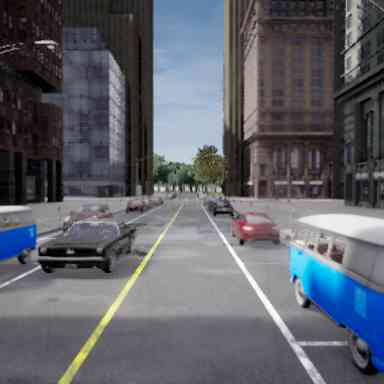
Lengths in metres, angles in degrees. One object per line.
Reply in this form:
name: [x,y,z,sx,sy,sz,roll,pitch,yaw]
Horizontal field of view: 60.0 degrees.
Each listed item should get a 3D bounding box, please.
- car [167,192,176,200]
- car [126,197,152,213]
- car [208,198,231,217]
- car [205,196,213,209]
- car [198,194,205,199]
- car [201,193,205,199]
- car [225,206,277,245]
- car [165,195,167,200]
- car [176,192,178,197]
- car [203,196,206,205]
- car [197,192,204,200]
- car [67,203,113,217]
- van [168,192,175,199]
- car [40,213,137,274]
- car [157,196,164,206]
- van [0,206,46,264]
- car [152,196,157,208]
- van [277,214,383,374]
car: [-5.767,1.249,83.582,1.802,1.307,4.206,-1,0,0]
car: [-5.771,1.440,35.100,1.887,1.381,4.507,-1,0,0]
car: [2.755,1.477,30.596,1.947,1.339,4.313,-1,0,0]
car: [2.755,1.459,35.799,1.947,1.339,4.313,-1,0,0]
car: [2.759,1.164,94.950,1.947,1.339,4.313,-1,0,0]
car: [2.756,1.356,51.577,1.752,1.417,4.829,-1,0,0]
car: [2.754,1.540,14.988,1.802,1.307,4.206,-1,0,0]
car: [-5.769,1.373,56.612,1.947,1.339,4.313,-1,0,0]
car: [-5.769,0.948,89.261,2.192,1.841,5.009,-1,0,0]
car: [2.755,1.425,41.001,2.008,1.369,4.403,-1,0,0]
car: [2.758,1.191,83.760,1.752,1.417,4.829,-1,0,0]
car: [-5.773,1.387,18.965,1.967,1.590,4.097,-1,0,0]
van: [-5.768,0.938,94.941,1.690,1.788,3.998,-1,0,0]
car: [-3.063,1.571,10.648,1.895,1.301,4.718,0,0,0]
car: [-5.769,1.383,51.233,2.008,1.369,4.403,-1,0,0]
van: [-5.775,1.316,9.014,1.690,1.788,3.998,-1,0,0]
car: [-5.770,1.458,40.477,1.802,1.307,4.206,-1,0,0]
van: [2.788,1.327,5.324,1.690,1.788,3.998,-1,0,0]
